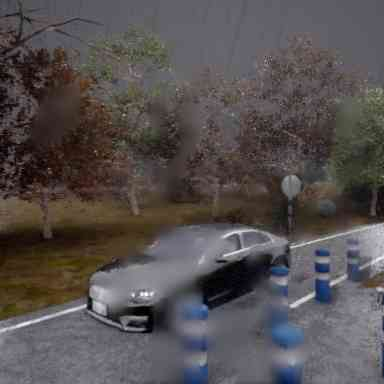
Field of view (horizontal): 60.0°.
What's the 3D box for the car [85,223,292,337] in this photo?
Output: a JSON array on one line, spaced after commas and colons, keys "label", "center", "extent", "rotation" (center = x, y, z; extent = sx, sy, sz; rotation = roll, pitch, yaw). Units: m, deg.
[{"label": "car", "center": [0.279, 1.451, 6.797], "extent": [2.128, 1.511, 4.902], "rotation": [0, 1, 43]}]
